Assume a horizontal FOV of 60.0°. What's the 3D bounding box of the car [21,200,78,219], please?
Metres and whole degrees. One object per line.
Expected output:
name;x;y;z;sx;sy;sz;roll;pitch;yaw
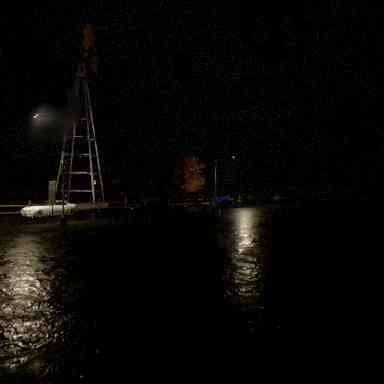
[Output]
car;-12.025;1.432;28.322;1.812;1.442;4.674;1;1;37

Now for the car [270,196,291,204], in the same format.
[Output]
car;15.838;1.357;59.309;2.033;1.411;5.357;1;1;39

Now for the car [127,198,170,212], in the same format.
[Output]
car;-4.792;1.413;37.794;2.033;1.411;5.357;1;1;38

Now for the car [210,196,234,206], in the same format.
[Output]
car;4.579;1.343;49.781;1.812;1.442;4.674;1;1;39
